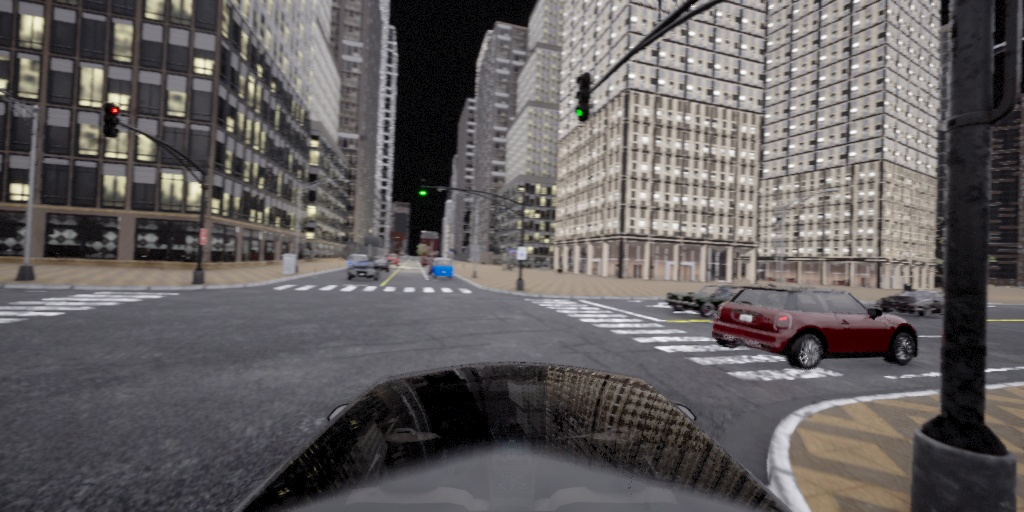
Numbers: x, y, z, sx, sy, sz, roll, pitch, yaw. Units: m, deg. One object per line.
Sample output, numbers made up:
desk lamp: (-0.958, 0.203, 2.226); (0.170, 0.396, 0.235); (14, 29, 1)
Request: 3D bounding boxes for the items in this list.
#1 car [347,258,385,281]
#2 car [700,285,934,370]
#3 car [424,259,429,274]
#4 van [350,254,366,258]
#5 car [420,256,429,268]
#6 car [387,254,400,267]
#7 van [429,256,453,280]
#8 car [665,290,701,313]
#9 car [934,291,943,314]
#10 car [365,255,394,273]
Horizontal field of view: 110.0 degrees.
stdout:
car: (-10.950, 1.069, 26.859); (1.994, 1.385, 4.181); (3, -1, -15)
car: (7.340, 1.532, 8.763); (4.553, 1.767, 2.097); (3, -1, -17)
car: (-7.751, 1.275, 37.064); (1.888, 1.381, 4.507); (0, 0, -15)
van: (-17.309, 0.693, 40.190); (1.690, 1.789, 3.998); (0, 0, -15)
car: (-13.613, 0.982, 58.428); (2.192, 1.841, 5.009); (0, 0, -15)
car: (-19.214, 0.643, 57.419); (2.150, 2.045, 5.566); (3, -1, -15)
van: (-6.205, 1.090, 31.745); (1.690, 1.789, 3.998); (0, 0, -15)
car: (9.415, 1.994, 16.269); (4.718, 1.301, 1.895); (3, -1, -17)
car: (23.551, 2.673, 20.523); (5.357, 1.411, 2.033); (3, -1, -17)
car: (-14.109, 0.950, 38.431); (1.882, 1.535, 5.008); (3, -1, -15)
